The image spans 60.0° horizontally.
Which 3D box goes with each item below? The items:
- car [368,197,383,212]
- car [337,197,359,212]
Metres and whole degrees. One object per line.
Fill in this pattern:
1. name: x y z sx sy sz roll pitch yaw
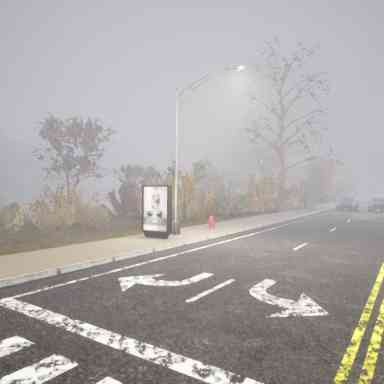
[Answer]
1. car: 21.463 1.393 38.138 2.097 1.767 4.553 0 0 30
2. car: 18.658 1.391 39.780 2.097 1.767 4.553 0 0 30
